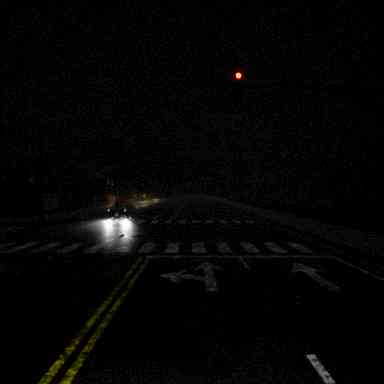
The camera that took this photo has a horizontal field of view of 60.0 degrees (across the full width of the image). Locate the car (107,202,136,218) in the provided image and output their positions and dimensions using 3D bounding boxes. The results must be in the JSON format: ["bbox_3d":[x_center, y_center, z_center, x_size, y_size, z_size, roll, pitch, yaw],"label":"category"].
[{"bbox_3d":[-6.442,1.616,30.680,1.895,1.301,4.718,0,0,0],"label":"car"}]
